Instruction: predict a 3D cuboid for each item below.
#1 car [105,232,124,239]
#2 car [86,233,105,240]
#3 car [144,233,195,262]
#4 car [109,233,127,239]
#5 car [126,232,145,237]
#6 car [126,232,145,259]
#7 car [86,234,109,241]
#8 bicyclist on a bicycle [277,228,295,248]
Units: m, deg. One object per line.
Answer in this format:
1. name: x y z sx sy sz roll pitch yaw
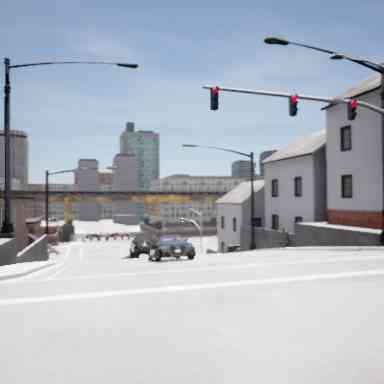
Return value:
1. car: -19.785 11.180 85.107 1.853 1.218 4.536 -1 -1 38
2. car: -24.289 11.200 83.808 4.536 1.218 1.853 -1 -1 28
3. car: -1.218 3.051 18.286 1.994 1.385 4.181 0 -10 -16
4. car: -19.815 11.337 85.063 2.038 1.542 4.974 -1 -1 38
5. car: -14.927 11.173 87.315 4.536 1.218 1.853 -1 -1 13
6. car: -3.818 4.435 27.398 2.150 2.045 5.566 0 -13 -16
7. car: -24.242 11.356 83.781 4.974 1.542 2.038 -1 -1 28
8. bicyclist on a bicycle: 7.662 3.753 27.234 1.656 1.620 0.582 -1 -8 -15
